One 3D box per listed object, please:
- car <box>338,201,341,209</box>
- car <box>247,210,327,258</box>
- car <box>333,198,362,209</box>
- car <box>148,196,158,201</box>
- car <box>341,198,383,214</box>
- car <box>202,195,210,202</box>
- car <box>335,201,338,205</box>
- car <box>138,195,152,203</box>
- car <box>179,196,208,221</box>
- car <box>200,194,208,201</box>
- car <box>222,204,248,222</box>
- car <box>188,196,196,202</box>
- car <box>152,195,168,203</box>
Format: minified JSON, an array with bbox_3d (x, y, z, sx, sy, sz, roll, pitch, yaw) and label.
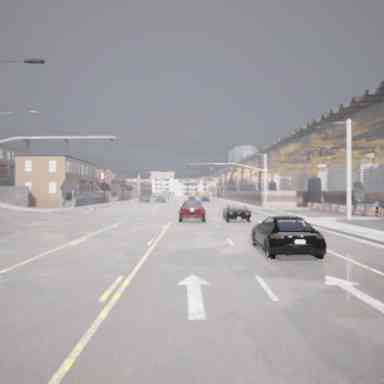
[{"bbox_3d":[19.431,1.538,36.882,2.038,1.542,4.974,0,0,-36],"label":"car"},{"bbox_3d":[3.544,1.595,12.840,1.994,1.385,4.181,0,0,0],"label":"car"},{"bbox_3d":[19.454,1.391,41.528,1.853,1.218,4.536,0,0,44],"label":"car"},{"bbox_3d":[-10.531,1.714,89.152,2.128,1.511,4.902,0,0,0],"label":"car"},{"bbox_3d":[19.462,1.381,36.841,1.853,1.218,4.536,0,0,-36],"label":"car"},{"bbox_3d":[3.470,1.718,83.787,2.033,1.411,5.357,0,0,0],"label":"car"},{"bbox_3d":[19.419,1.549,41.490,2.038,1.542,4.974,0,0,44],"label":"car"},{"bbox_3d":[-10.526,1.524,73.383,2.097,1.767,4.553,0,0,0],"label":"car"},{"bbox_3d":[0.033,1.416,27.513,2.097,1.767,4.553,0,0,1],"label":"car"},{"bbox_3d":[3.467,1.557,94.387,2.097,1.767,4.553,0,0,0],"label":"car"},{"bbox_3d":[3.527,1.664,27.000,1.895,1.301,4.718,0,0,1],"label":"car"},{"bbox_3d":[-0.030,1.692,84.115,1.837,1.490,4.892,0,0,0],"label":"car"},{"bbox_3d":[-7.026,1.524,73.387,2.097,1.767,4.553,0,0,0],"label":"car"}]
